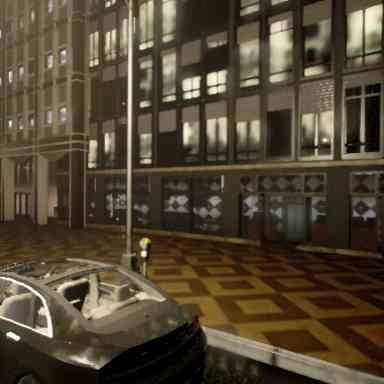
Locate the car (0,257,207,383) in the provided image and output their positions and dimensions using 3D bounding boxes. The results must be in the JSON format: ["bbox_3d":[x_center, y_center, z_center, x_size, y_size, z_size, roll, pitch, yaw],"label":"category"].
[{"bbox_3d":[-1.898,1.532,4.223,4.403,1.369,2.008,0,0,35],"label":"car"}]
